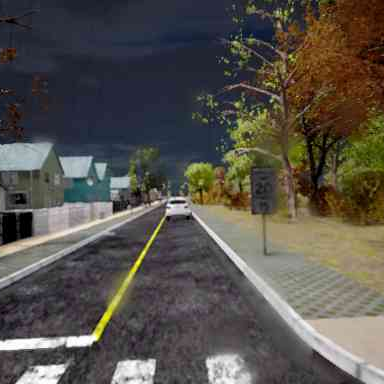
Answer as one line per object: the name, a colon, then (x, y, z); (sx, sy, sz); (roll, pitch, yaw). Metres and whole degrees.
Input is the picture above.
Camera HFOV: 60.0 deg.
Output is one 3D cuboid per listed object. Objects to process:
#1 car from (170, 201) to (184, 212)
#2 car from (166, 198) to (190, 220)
car: (-2.285, 2.238, 52.235); (2.033, 1.411, 5.357); (-2, -1, -2)
car: (-1.396, 1.647, 33.256); (2.150, 2.045, 5.566); (-2, -1, -2)
